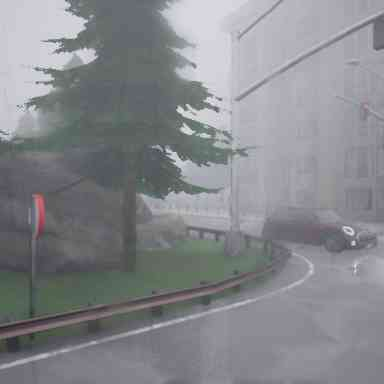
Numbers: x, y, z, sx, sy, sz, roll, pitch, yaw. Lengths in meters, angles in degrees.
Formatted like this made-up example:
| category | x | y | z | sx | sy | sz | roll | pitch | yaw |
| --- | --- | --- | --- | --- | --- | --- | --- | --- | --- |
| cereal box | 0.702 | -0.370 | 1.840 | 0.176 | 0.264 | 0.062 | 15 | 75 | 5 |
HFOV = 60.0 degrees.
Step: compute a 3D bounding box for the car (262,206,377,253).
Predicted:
| category | x | y | z | sx | sy | sz | roll | pitch | yaw |
| --- | --- | --- | --- | --- | --- | --- | --- | --- | --- |
| car | 5.242 | 1.411 | 14.129 | 2.097 | 1.767 | 4.553 | 0 | 0 | -36 |
